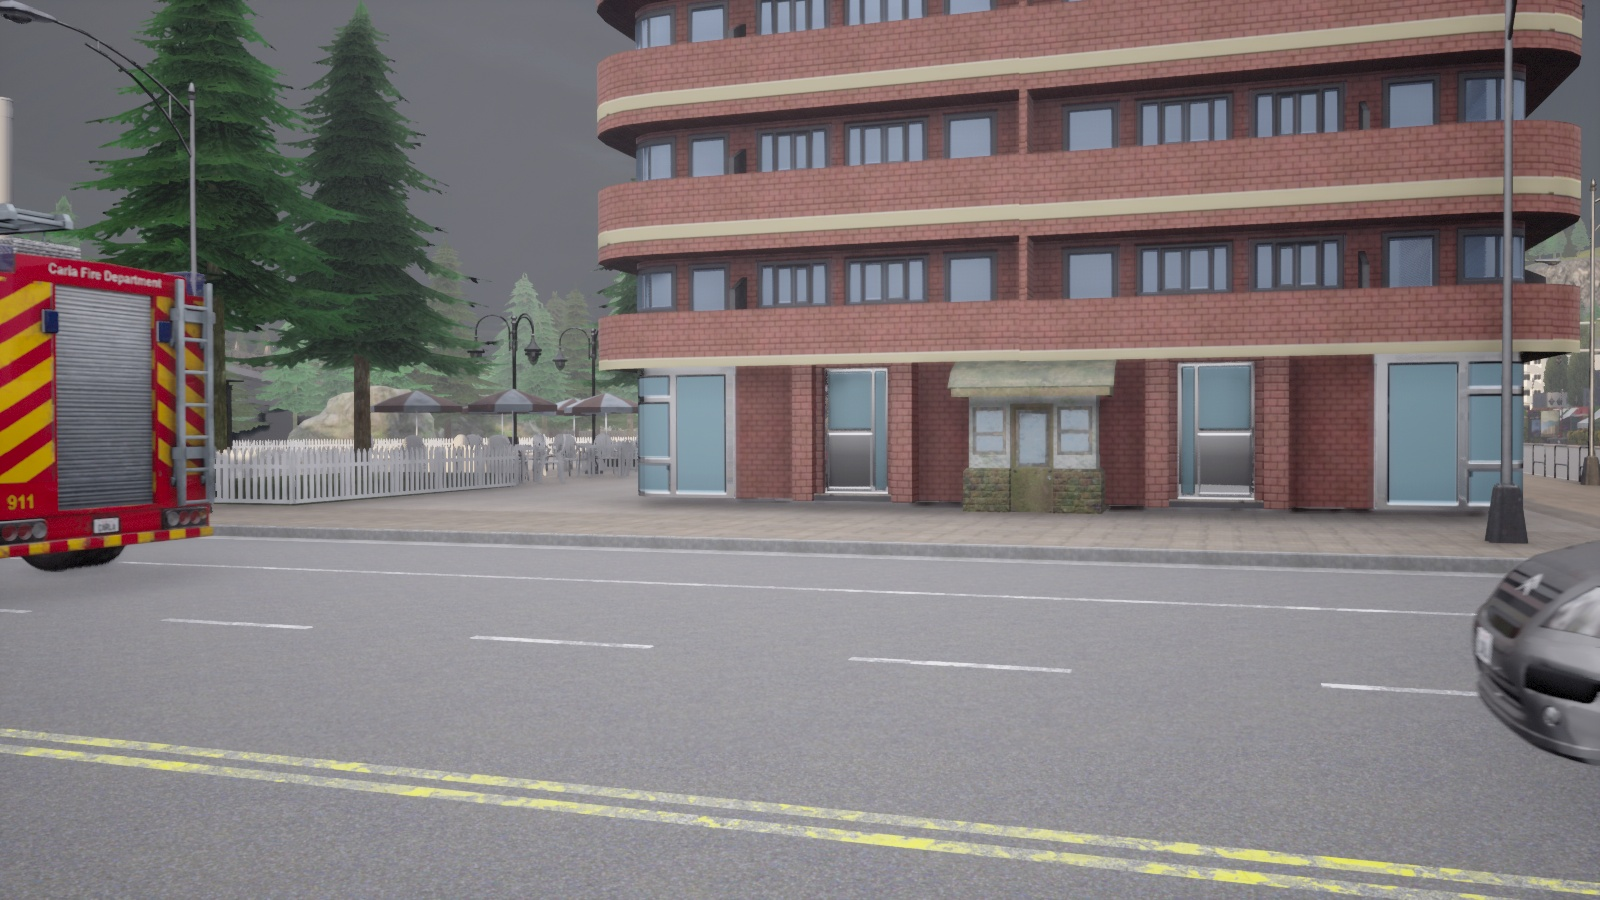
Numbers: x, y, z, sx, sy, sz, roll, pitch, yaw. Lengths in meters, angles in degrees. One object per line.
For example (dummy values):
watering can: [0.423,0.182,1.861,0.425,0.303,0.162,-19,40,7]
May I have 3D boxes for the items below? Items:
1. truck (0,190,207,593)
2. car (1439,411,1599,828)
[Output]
truck: [-11.265,-0.610,14.347,8.468,3.827,2.891,1,1,19]
car: [5.016,0.660,5.197,3.988,1.617,1.851,1,1,19]
